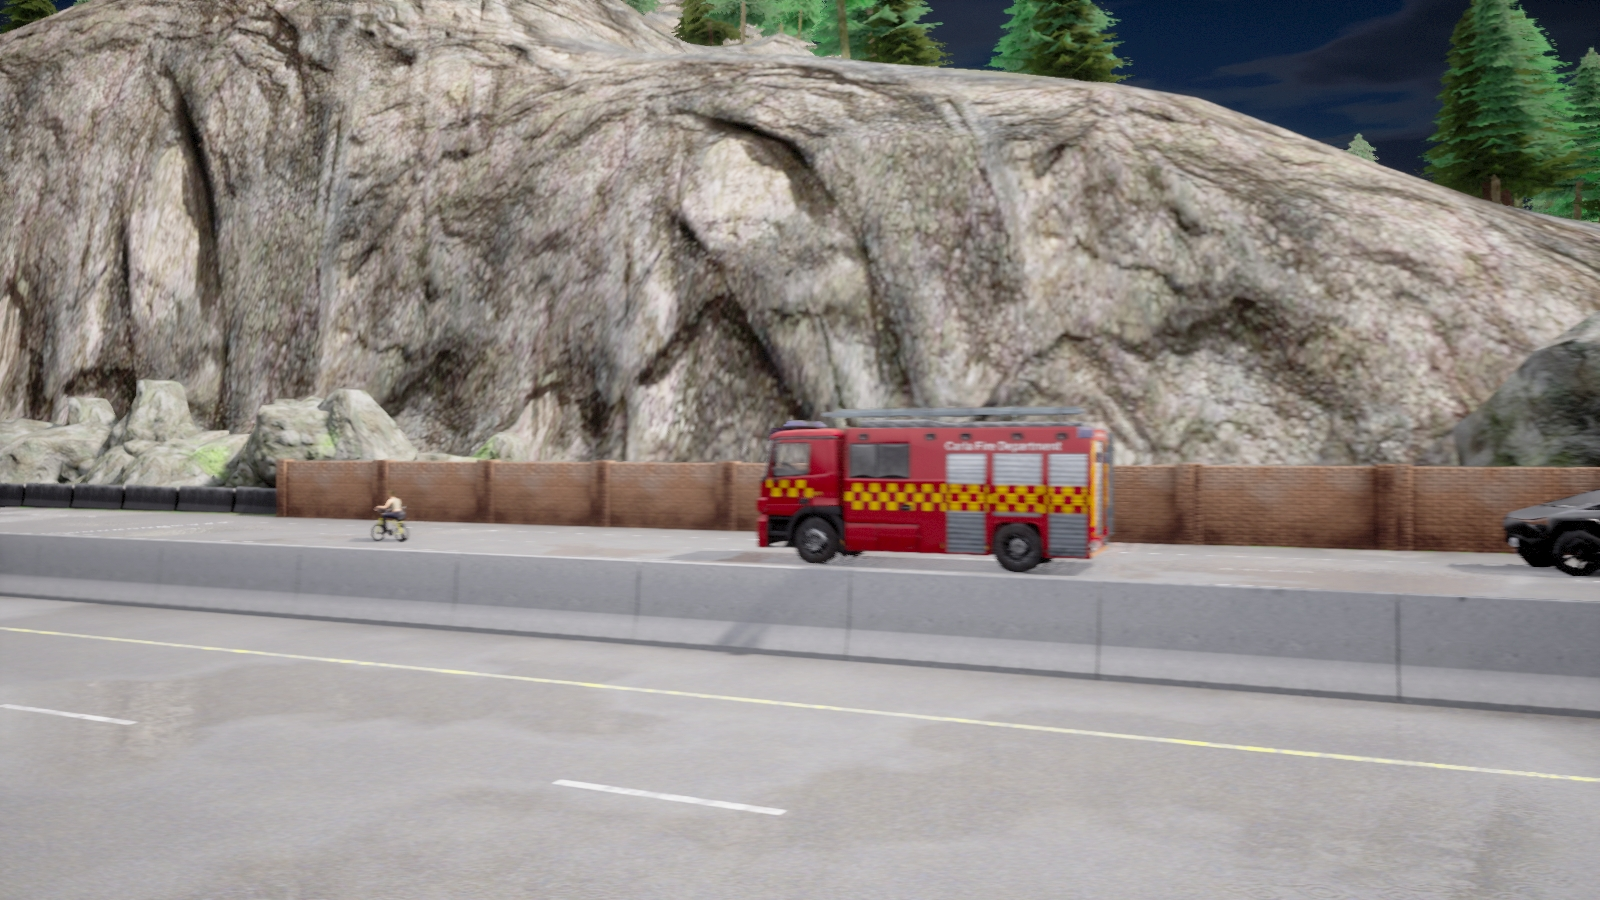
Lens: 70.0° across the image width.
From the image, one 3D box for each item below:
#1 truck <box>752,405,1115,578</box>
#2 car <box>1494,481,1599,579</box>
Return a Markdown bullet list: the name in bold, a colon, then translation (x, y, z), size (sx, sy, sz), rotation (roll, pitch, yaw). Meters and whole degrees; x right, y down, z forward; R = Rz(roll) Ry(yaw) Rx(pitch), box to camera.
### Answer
- **truck**: translation (3.273, 0.922, 28.365), size (8.468, 3.827, 2.891), rotation (0, 0, 23)
- **car**: translation (19.696, 1.798, 25.964), size (6.274, 2.098, 2.390), rotation (0, 0, 13)
